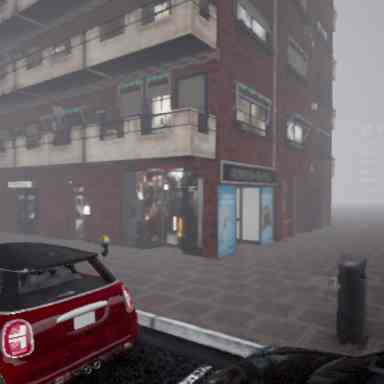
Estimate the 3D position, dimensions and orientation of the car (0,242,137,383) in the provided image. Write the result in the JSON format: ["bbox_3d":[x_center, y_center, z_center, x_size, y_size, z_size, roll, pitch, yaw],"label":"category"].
[{"bbox_3d":[-2.778,1.463,4.842,4.097,1.590,1.967,0,1,36],"label":"car"}]

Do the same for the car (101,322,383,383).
[{"bbox_3d":[1.784,1.563,1.589,4.313,1.339,1.947,0,1,36],"label":"car"}]
